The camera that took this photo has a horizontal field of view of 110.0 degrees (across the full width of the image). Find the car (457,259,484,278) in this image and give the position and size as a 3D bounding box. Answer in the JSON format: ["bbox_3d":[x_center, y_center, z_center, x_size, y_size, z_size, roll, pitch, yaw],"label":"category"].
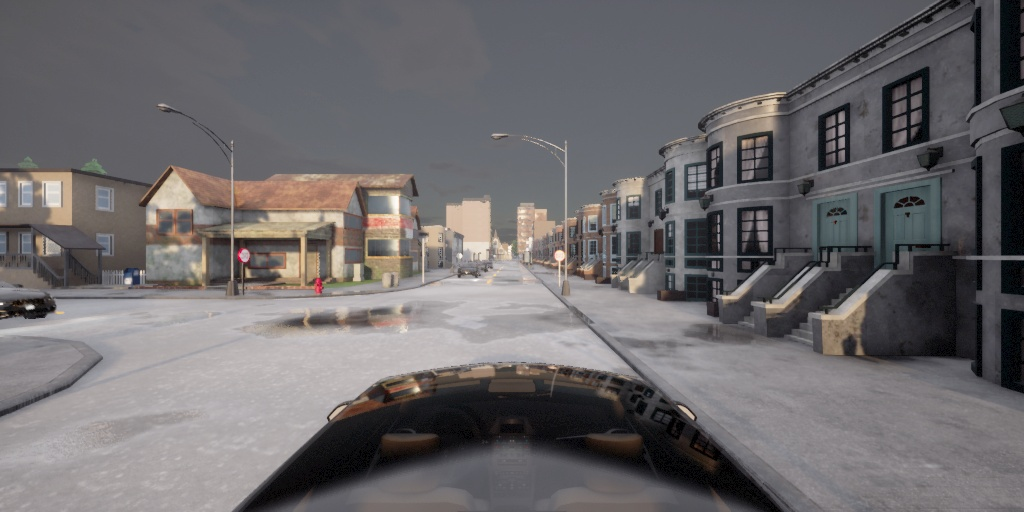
[{"bbox_3d":[-4.015,1.255,34.195,1.837,1.490,4.892,0,0,0],"label":"car"}]

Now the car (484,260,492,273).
[{"bbox_3d":[-3.975,1.242,44.586,2.128,1.511,4.902,0,0,0],"label":"car"}]

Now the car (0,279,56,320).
[{"bbox_3d":[-16.522,1.255,10.497,4.892,1.490,1.837,0,0,0],"label":"car"}]
